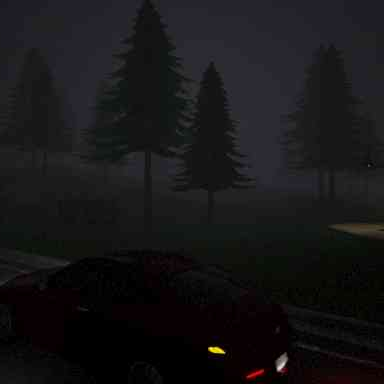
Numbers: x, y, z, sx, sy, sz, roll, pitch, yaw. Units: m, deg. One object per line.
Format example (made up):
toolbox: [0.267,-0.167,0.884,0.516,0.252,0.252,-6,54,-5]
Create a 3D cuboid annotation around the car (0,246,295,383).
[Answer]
car: [-0.967,1.526,4.684,4.674,1.442,1.812,0,0,35]
